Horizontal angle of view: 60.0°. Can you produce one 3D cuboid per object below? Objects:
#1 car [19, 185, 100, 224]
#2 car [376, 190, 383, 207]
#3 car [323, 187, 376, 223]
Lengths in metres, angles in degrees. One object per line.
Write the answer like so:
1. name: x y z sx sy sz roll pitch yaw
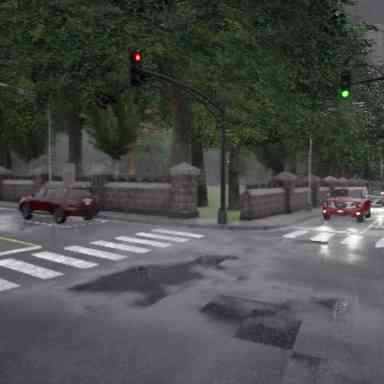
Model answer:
1. car: -7.023 0.547 17.545 5.009 1.841 2.192 2 3 35
2. car: 19.765 0.720 35.408 2.128 1.511 4.902 2 2 35
3. car: 10.082 0.708 21.366 2.150 2.045 5.566 2 2 34
